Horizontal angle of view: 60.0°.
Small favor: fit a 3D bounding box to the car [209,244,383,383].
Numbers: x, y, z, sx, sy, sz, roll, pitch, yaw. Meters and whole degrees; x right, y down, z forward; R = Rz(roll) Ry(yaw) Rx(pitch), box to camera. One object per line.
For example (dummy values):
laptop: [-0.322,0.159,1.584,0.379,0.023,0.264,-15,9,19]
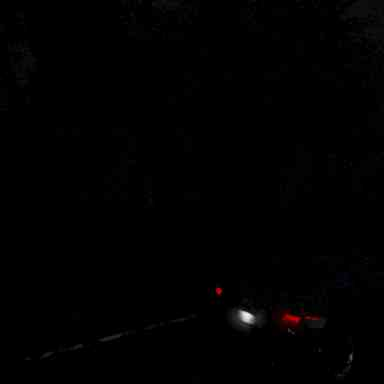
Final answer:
car: [2.328,1.566,5.407,4.181,1.385,1.994,0,0,-35]
